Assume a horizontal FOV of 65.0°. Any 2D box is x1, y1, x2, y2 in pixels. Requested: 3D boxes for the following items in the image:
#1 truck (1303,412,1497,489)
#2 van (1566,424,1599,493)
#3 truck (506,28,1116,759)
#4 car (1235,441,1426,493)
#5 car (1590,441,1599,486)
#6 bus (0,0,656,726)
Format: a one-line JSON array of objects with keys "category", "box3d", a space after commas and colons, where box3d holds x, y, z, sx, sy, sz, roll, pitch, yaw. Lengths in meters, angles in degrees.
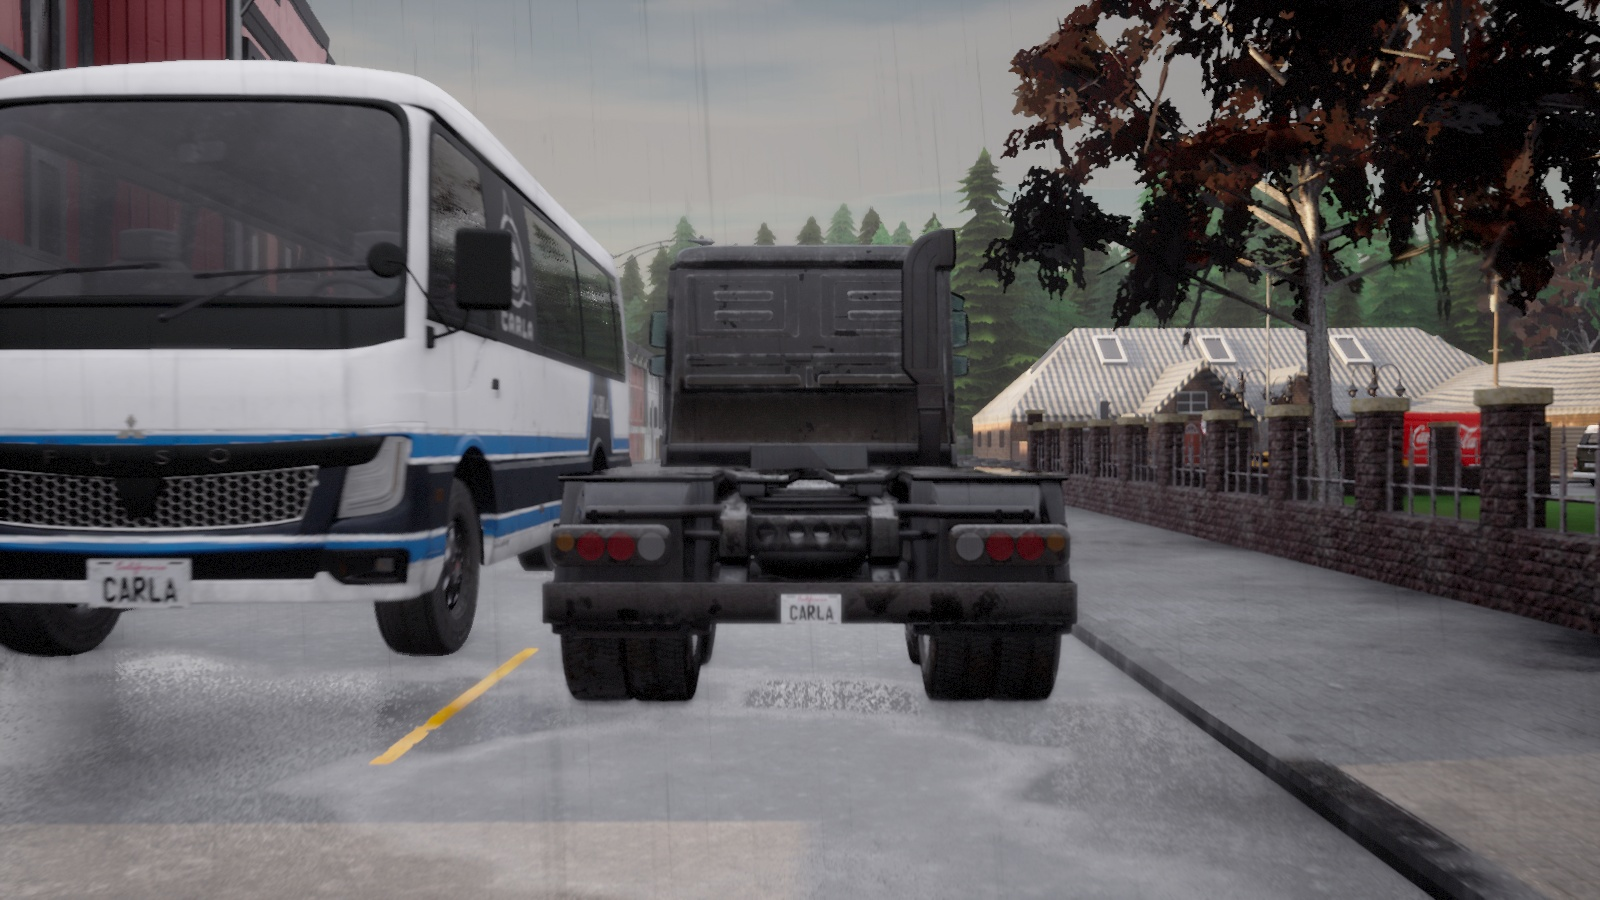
[{"category": "truck", "box3d": [19.899, 0.017, 41.899, 5.204, 2.467, 2.627, 0, 0, 0]}, {"category": "van", "box3d": [26.130, 0.254, 38.156, 4.480, 2.038, 2.069, 0, 0, -1]}, {"category": "truck", "box3d": [0.075, -0.296, 9.925, 2.891, 3.462, 7.936, 0, 0, 0]}, {"category": "car", "box3d": [16.065, 0.499, 38.189, 5.008, 1.535, 1.882, 0, 0, -1]}, {"category": "car", "box3d": [29.548, 0.465, 41.970, 4.902, 1.511, 2.128, 0, 0, 3]}, {"category": "bus", "box3d": [-3.919, -0.706, 11.743, 3.944, 4.253, 10.273, 0, 0, 0]}]
